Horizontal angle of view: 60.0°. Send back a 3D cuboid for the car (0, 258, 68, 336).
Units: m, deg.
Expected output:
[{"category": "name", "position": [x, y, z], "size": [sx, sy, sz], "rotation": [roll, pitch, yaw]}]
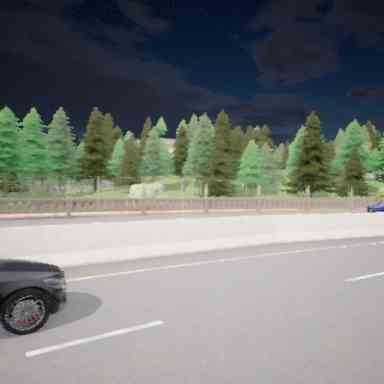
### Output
[{"category": "car", "position": [-4.291, 1.456, 4.883], "size": [4.674, 1.442, 1.812], "rotation": [0, 0, -36]}]
